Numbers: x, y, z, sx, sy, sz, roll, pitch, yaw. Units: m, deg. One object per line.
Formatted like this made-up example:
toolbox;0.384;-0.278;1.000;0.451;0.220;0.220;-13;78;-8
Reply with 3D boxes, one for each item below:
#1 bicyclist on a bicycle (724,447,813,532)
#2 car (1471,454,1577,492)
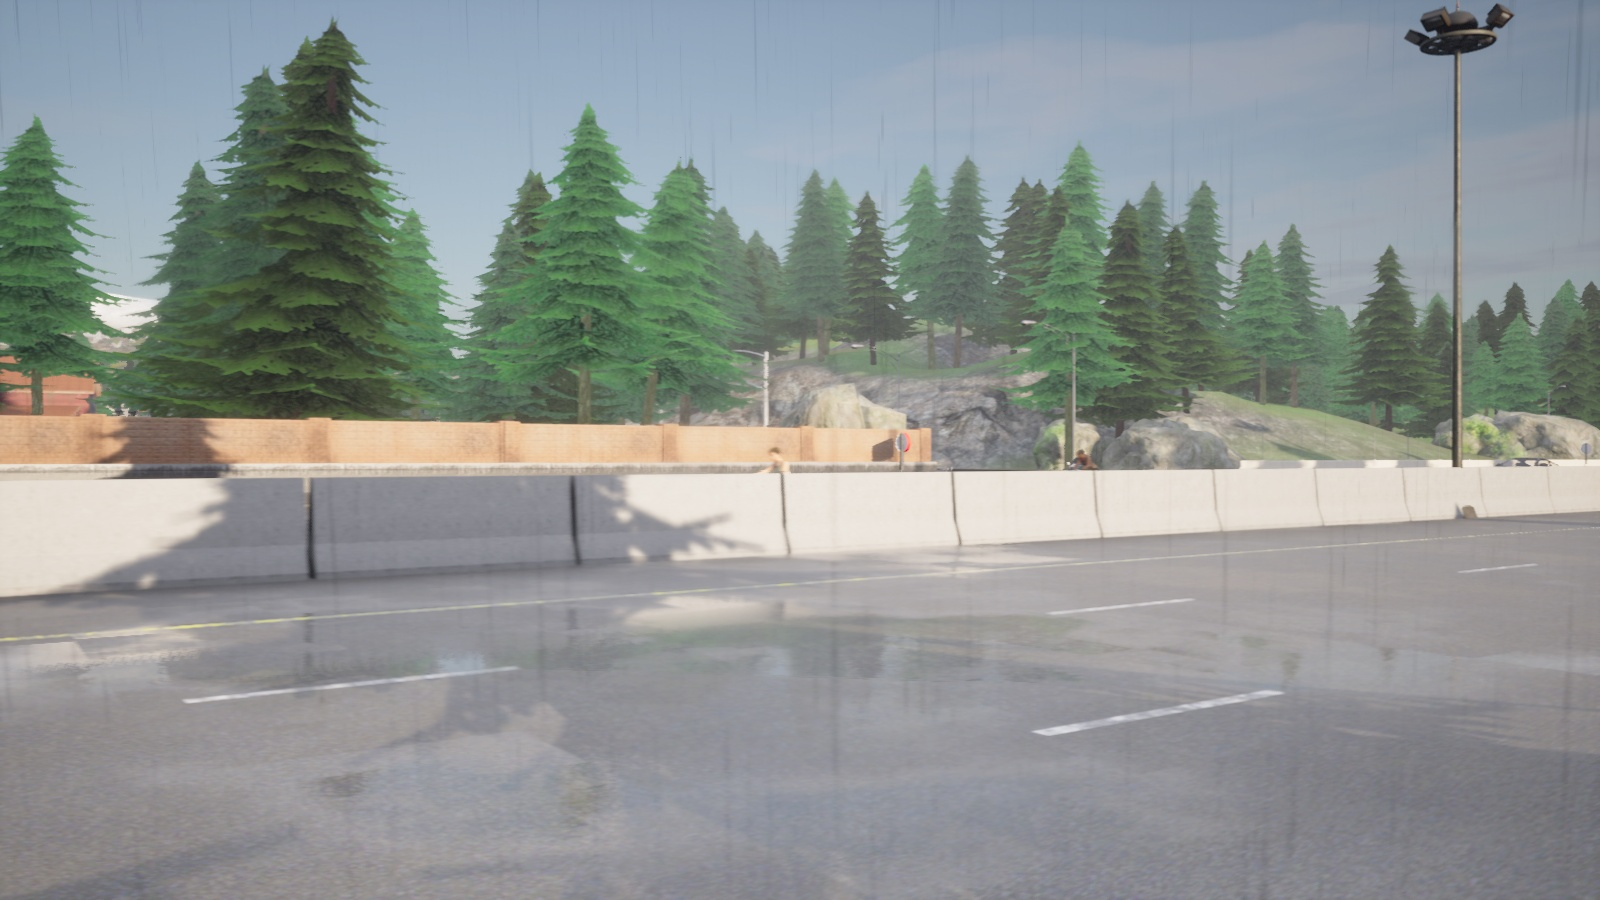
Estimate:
bicyclist on a bicycle;-0.616;0.743;24.558;1.509;1.612;0.866;0;0;-35
car;28.228;0.869;48.938;4.181;1.385;1.994;0;0;-35
